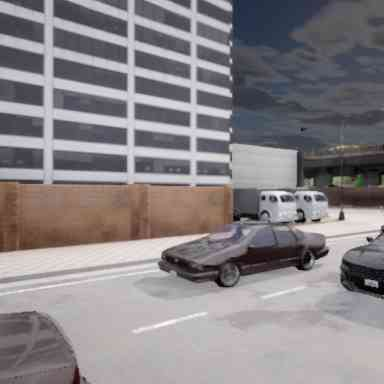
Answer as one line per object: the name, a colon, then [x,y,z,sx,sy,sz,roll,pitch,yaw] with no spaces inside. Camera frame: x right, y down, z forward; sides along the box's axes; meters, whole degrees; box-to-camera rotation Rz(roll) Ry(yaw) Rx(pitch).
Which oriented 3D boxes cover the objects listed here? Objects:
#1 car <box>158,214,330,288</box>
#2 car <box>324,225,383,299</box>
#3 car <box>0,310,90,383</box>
car: [1.731,1.566,9.512,5.357,1.411,2.033,0,0,-35]
car: [5.510,1.502,7.899,5.008,1.535,1.882,0,0,-35]
car: [-3.270,1.543,1.659,5.357,1.411,2.033,0,0,-35]
